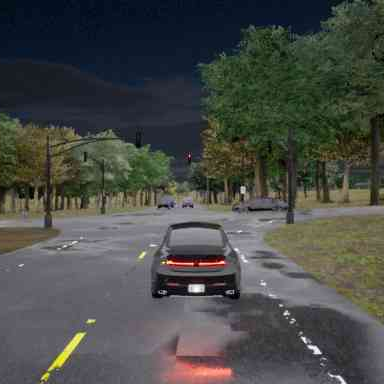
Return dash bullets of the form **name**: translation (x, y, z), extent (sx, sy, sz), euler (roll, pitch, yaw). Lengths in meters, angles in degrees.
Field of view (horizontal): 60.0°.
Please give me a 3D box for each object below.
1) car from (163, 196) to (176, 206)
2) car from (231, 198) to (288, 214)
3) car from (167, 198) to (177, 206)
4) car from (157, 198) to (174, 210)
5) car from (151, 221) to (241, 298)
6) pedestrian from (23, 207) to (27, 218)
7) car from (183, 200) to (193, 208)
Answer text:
- **car**: translation (-4.410, 1.802, 60.090), extent (2.150, 2.045, 5.566), euler (0, -1, -2)
- **car**: translation (6.423, 1.249, 31.256), extent (5.357, 1.411, 2.033), euler (-2, -1, 2)
- **car**: translation (-4.815, 2.393, 80.647), extent (2.097, 1.767, 4.553), euler (0, -2, -1)
- **car**: translation (-4.204, 2.007, 50.223), extent (1.895, 1.301, 4.718), euler (0, -1, -1)
- **car**: translation (0.083, 1.508, 8.477), extent (1.837, 1.490, 4.892), euler (0, 0, 0)
- **pedestrian**: translation (-18.115, 2.203, 36.069), extent (0.375, 1.300, 0.375), euler (0, 1, 2)
- **car**: translation (-0.743, 2.183, 60.256), extent (1.895, 1.301, 4.718), euler (0, -1, -1)
